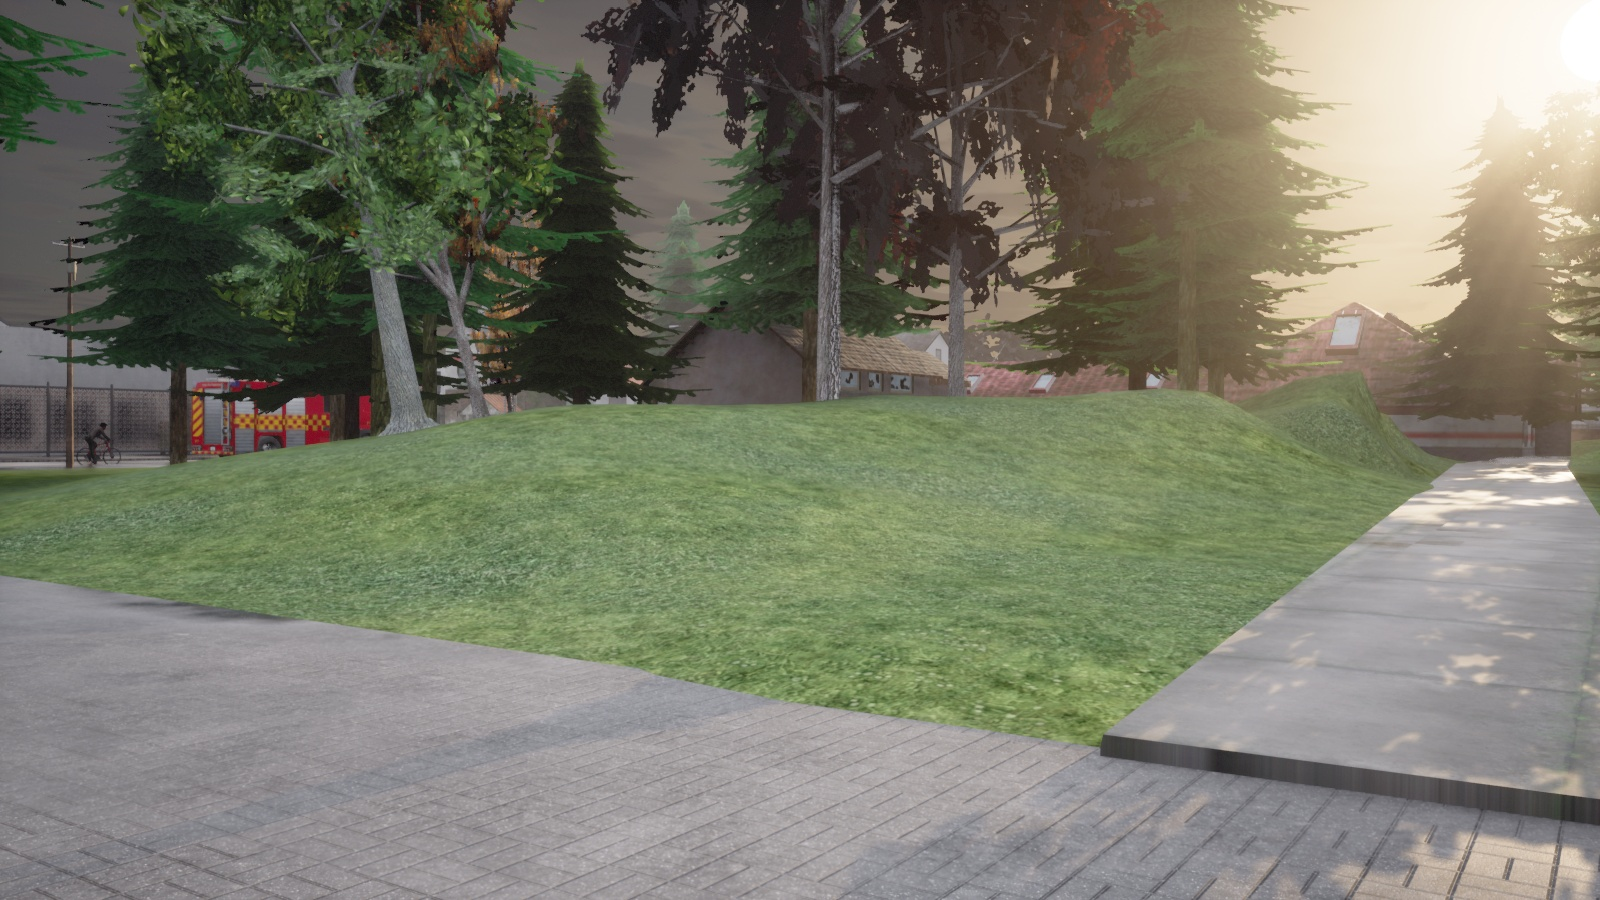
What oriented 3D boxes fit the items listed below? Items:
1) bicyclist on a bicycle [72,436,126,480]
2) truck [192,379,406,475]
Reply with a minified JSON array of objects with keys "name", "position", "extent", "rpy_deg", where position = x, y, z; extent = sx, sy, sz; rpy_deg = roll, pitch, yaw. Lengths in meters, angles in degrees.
[{"name":"bicyclist on a bicycle","position":[-26.231,0.277,46.988],"extent":[0.582,1.620,1.656],"rpy_deg":[0,1,34]},{"name":"truck","position":[-21.400,-0.983,54.247],"extent":[2.891,3.827,8.468],"rpy_deg":[0,1,32]}]
